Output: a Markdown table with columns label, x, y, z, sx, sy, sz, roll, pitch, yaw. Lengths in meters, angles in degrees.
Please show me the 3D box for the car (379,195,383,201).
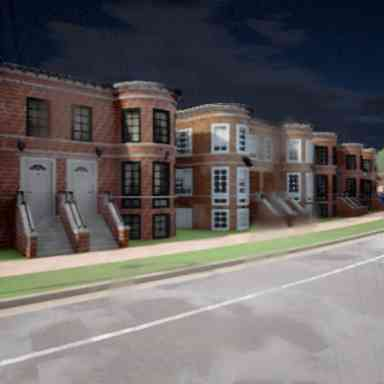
| label | x | y | z | sx | sy | sz | roll | pitch | yaw |
| --- | --- | --- | --- | --- | --- | --- | --- | --- | --- |
| car | 38.034 | 1.176 | 63.843 | 1.882 | 1.535 | 5.008 | 0 | 0 | -1 |
